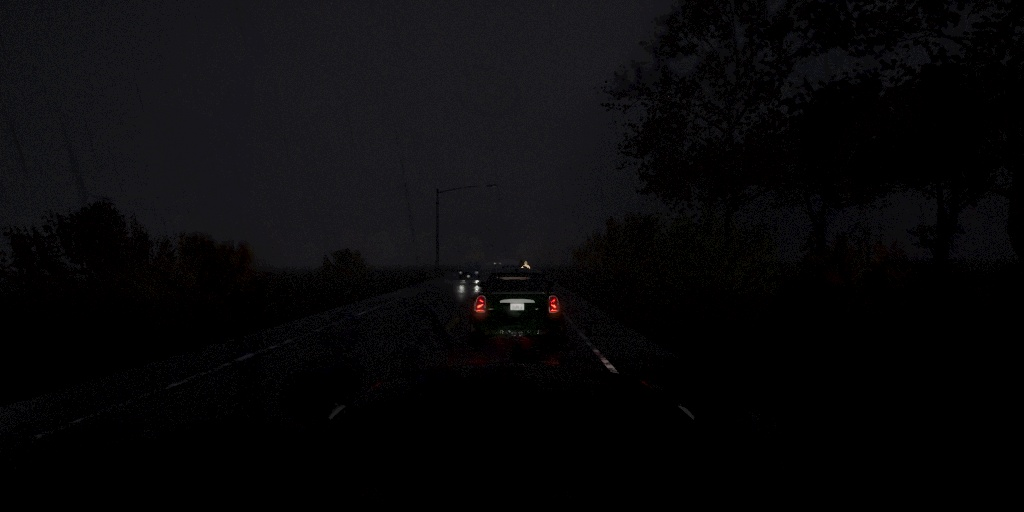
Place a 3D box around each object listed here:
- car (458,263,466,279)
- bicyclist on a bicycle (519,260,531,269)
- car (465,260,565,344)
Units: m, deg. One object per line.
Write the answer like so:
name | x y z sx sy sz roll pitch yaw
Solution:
car | -3.591 1.286 32.048 2.033 1.411 5.357 0 0 0
bicyclist on a bicycle | 0.982 1.177 25.574 0.866 1.612 1.509 0 0 1
car | 0.115 1.099 9.751 2.097 1.767 4.553 0 0 0
